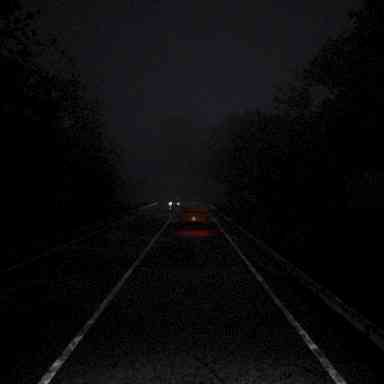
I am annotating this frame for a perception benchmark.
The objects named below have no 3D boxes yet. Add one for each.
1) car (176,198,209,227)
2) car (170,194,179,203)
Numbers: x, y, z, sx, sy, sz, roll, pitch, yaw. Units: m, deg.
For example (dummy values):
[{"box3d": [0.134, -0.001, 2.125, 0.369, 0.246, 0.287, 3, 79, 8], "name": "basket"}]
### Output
[{"box3d": [0.106, 1.427, 22.370, 1.882, 1.535, 5.008, 0, 0, 0], "name": "car"}, {"box3d": [-3.462, 1.257, 66.325, 1.837, 1.490, 4.892, 0, 2, -2], "name": "car"}]
